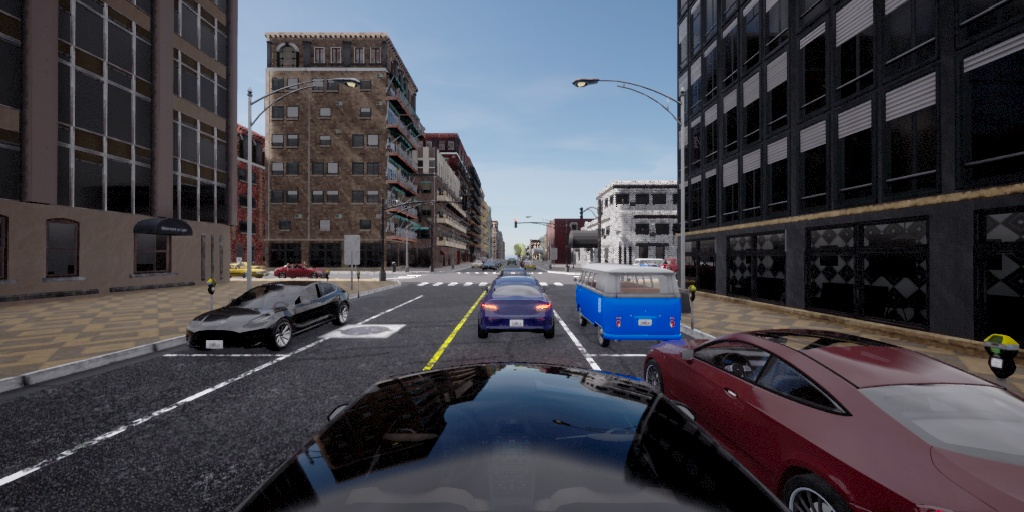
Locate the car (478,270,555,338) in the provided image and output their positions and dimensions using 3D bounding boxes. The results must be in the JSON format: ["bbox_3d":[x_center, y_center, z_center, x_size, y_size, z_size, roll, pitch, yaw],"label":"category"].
[{"bbox_3d":[0.100,1.277,10.010,1.812,1.442,4.674,0,0,0],"label":"car"}]

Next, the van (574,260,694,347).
[{"bbox_3d":[2.656,1.092,9.010,1.690,1.789,3.998,0,0,0],"label":"van"}]

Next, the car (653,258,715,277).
[{"bbox_3d":[14.916,1.108,29.896,5.009,1.841,2.192,0,0,0],"label":"car"}]

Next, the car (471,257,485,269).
[{"bbox_3d":[-5.698,1.318,59.164,1.751,1.417,4.829,0,0,0],"label":"car"}]

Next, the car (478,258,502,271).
[{"bbox_3d":[-3.067,1.329,50.642,2.033,1.411,5.357,0,0,3],"label":"car"}]

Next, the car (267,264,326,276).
[{"bbox_3d":[-17.471,1.284,29.815,4.207,1.307,1.802,0,0,0],"label":"car"}]

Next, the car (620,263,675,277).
[{"bbox_3d":[13.398,1.418,35.706,4.718,1.301,1.895,0,0,1],"label":"car"}]

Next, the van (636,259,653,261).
[{"bbox_3d":[14.893,1.175,38.276,3.998,1.789,1.690,0,0,0],"label":"van"}]

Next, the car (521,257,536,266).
[{"bbox_3d":[2.684,1.311,53.967,1.751,1.417,4.829,0,0,0],"label":"car"}]

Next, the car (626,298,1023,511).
[{"bbox_3d":[2.657,1.332,3.321,1.802,1.307,4.207,0,0,0],"label":"car"}]

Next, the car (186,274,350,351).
[{"bbox_3d":[-5.691,1.317,9.035,1.948,1.339,4.313,0,0,0],"label":"car"}]

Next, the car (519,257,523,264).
[{"bbox_3d":[2.683,1.382,64.875,1.802,1.307,4.207,0,0,0],"label":"car"}]

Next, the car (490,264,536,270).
[{"bbox_3d":[0.090,1.318,18.462,1.994,1.385,4.181,0,0,0],"label":"car"}]

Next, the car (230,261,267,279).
[{"bbox_3d":[-22.963,1.216,29.801,4.829,1.417,1.751,0,0,0],"label":"car"}]
